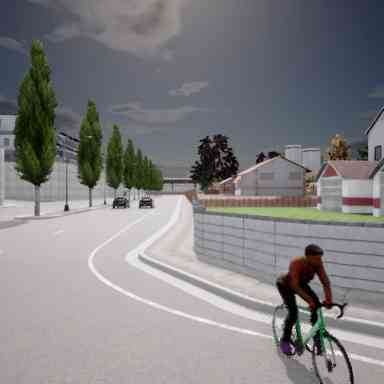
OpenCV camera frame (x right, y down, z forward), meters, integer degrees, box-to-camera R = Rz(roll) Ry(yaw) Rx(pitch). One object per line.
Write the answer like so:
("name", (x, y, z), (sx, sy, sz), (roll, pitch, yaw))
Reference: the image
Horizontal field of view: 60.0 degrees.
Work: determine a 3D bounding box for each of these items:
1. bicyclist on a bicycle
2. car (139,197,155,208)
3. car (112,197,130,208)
("bicyclist on a bicycle", (1.410, 1.447, 4.120), (0.582, 1.620, 1.656), (0, 0, -15))
("car", (-6.467, 1.505, 47.538), (1.837, 1.490, 4.892), (0, 0, -2))
("car", (-9.963, 1.505, 47.033), (1.837, 1.490, 4.892), (0, 0, -1))
